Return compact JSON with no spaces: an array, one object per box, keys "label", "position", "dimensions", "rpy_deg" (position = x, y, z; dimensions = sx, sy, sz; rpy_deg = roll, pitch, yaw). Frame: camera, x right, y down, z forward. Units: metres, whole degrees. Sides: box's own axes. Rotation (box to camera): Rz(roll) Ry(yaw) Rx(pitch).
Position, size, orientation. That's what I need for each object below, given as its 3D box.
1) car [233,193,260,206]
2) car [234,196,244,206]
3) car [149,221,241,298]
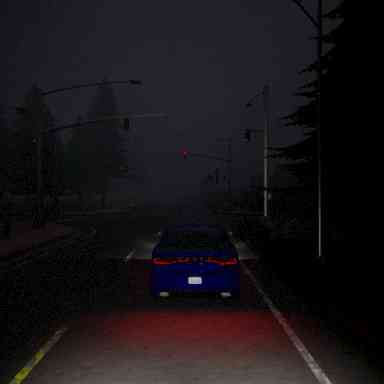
[{"label":"car","position":[8.549,1.146,52.059],"dimensions":[3.866,1.878,1.905],"rpy_deg":[0,0,0]},{"label":"car","position":[8.958,1.144,49.548],"dimensions":[4.605,1.855,1.932],"rpy_deg":[0,0,0]},{"label":"car","position":[0.079,1.478,8.597],"dimensions":[1.882,1.535,5.008],"rpy_deg":[0,0,1]}]
